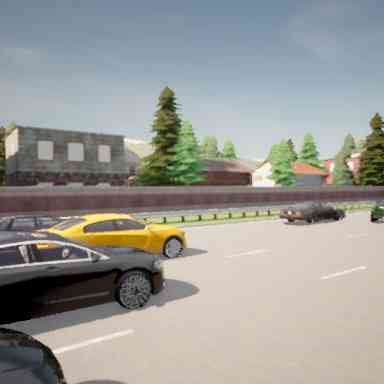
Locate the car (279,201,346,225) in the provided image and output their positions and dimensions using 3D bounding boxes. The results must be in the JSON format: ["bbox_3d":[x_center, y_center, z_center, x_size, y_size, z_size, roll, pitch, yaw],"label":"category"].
[{"bbox_3d":[8.236,1.347,22.527,5.357,1.411,2.033,-1,0,-35],"label":"car"}]

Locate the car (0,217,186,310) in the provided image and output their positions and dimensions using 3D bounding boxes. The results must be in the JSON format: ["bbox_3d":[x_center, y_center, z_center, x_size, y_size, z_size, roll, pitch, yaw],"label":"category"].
[{"bbox_3d":[-2.784,1.481,6.080,4.902,1.511,2.128,-1,1,-35],"label":"car"}]

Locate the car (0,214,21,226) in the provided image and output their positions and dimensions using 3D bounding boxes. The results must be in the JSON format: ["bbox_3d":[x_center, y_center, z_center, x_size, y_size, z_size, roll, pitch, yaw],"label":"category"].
[{"bbox_3d":[-5.844,1.522,12.486,5.357,1.411,2.033,-1,0,-35],"label":"car"}]

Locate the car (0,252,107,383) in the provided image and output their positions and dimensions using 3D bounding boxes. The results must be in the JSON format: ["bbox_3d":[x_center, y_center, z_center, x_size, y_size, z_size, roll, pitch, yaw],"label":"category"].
[{"bbox_3d":[-3.128,1.510,1.548,4.902,1.511,2.128,-1,1,-35],"label":"car"}]

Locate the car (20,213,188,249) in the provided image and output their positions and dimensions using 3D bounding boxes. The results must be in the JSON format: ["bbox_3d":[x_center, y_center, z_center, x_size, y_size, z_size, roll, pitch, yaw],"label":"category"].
[{"bbox_3d":[-2.458,1.436,10.603,5.008,1.535,1.882,-1,1,-35],"label":"car"}]

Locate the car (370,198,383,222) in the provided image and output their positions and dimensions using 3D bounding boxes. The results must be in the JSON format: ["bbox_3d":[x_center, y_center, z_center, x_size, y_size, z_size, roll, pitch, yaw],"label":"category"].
[{"bbox_3d":[14.010,1.105,22.345,4.553,1.767,2.097,-1,0,-35],"label":"car"}]
